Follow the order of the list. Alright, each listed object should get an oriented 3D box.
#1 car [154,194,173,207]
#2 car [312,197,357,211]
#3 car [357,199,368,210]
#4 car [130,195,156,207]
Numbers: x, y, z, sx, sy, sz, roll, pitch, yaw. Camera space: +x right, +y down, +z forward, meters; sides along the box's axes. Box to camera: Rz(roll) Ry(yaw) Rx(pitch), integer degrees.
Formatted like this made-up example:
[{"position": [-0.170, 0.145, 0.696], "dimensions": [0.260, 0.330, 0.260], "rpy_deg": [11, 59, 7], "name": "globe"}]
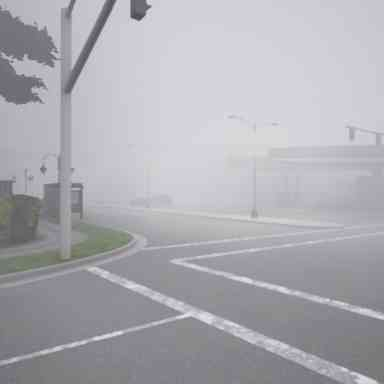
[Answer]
[{"position": [-5.326, 1.315, 54.841], "dimensions": [2.150, 2.045, 5.566], "rpy_deg": [0, 0, -35], "name": "car"}, {"position": [16.807, 1.420, 40.186], "dimensions": [2.242, 1.667, 4.611], "rpy_deg": [0, 0, -35], "name": "car"}, {"position": [21.073, 1.601, 44.108], "dimensions": [1.970, 1.475, 3.806], "rpy_deg": [0, 0, -35], "name": "car"}, {"position": [-8.175, 1.559, 52.806], "dimensions": [1.882, 1.535, 5.008], "rpy_deg": [0, 0, -35], "name": "car"}]
